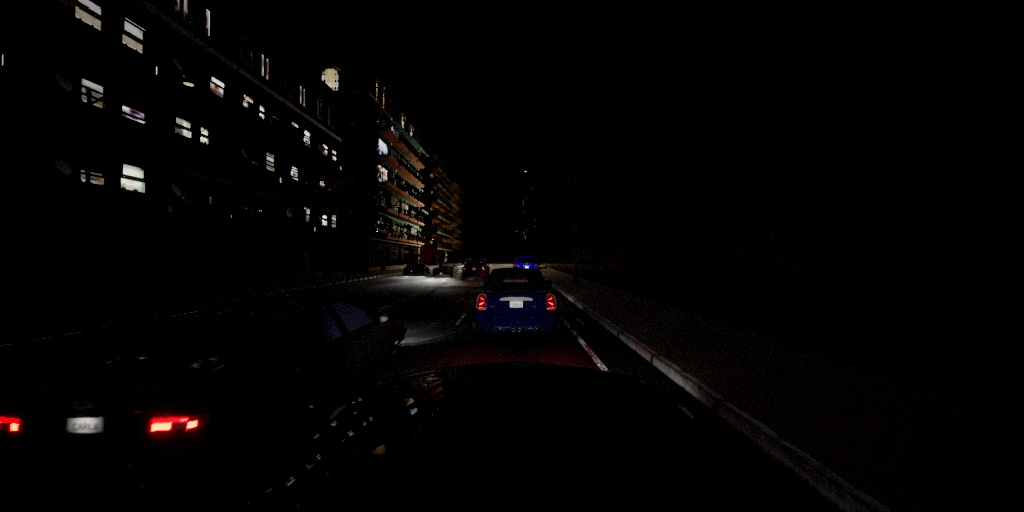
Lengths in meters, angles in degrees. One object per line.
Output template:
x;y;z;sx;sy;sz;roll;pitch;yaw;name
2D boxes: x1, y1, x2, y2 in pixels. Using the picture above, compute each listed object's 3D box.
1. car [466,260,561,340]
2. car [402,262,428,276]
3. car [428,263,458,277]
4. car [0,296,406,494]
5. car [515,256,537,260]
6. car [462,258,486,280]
0.103;1.104;10.162;2.097;1.767;4.553;0;0;0;car
-9.833;1.318;37.027;1.994;1.385;4.181;0;0;0;car
-6.584;1.355;35.582;1.895;1.301;4.718;0;0;0;car
-3.151;1.297;5.158;2.033;1.411;5.357;0;0;0;car
1.151;0.979;30.115;2.150;2.045;5.566;0;0;0;car
-3.137;1.105;31.786;2.097;1.767;4.553;0;0;0;car
